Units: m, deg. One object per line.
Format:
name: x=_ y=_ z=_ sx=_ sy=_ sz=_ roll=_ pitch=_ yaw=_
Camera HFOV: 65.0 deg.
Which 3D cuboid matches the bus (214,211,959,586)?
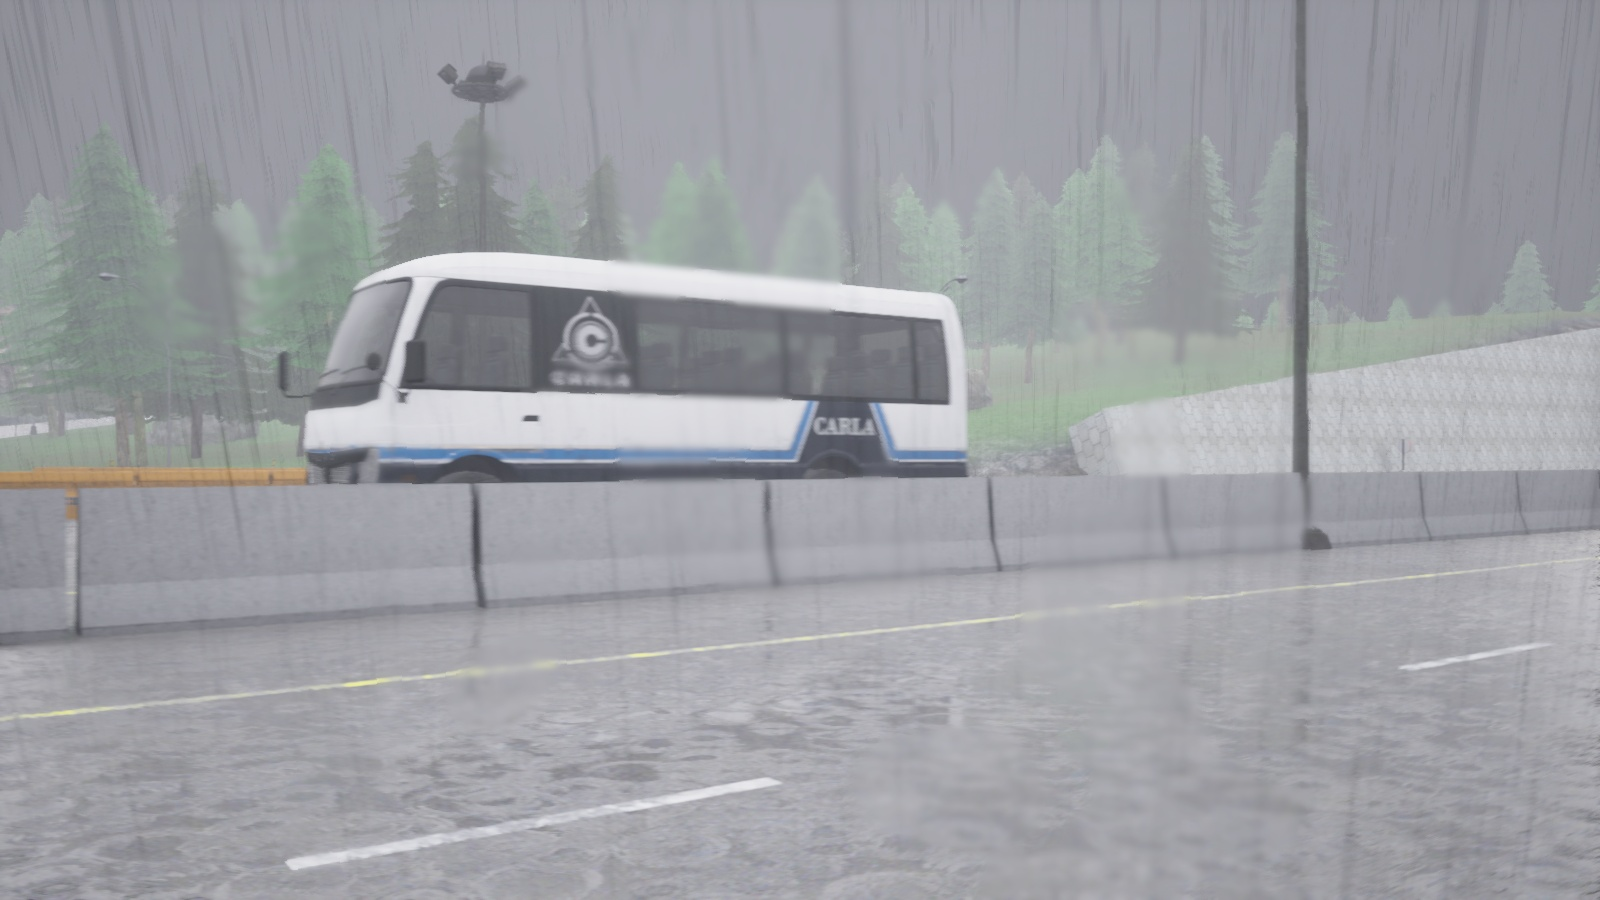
bus: x=-2.804 y=-0.580 z=18.770 sx=10.273 sy=4.253 sz=3.944 roll=0 pitch=0 yaw=-35
